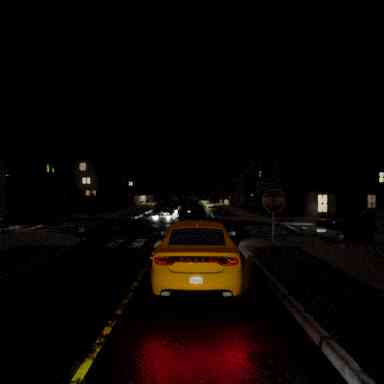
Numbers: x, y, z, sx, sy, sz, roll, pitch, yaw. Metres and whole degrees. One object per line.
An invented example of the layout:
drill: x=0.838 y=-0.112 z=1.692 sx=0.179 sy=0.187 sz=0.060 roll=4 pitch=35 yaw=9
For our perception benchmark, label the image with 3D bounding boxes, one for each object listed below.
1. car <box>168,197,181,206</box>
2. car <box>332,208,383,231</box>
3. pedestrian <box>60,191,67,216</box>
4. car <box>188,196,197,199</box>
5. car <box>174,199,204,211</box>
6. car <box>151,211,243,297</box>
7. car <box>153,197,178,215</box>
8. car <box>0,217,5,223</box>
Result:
car: x=-2.845 y=1.505 z=54.470 sx=1.812 sy=1.442 sz=4.674 roll=0 pitch=0 yaw=0
car: x=11.667 y=1.762 z=21.861 sx=4.674 sy=1.442 sz=1.812 roll=1 pitch=1 yaw=0
pedestrian: x=-9.686 y=0.862 z=25.119 sx=0.375 sy=1.860 sz=0.375 roll=0 pitch=0 yaw=1
car: x=0.091 y=1.449 z=62.710 sx=1.882 sy=1.535 sz=5.008 roll=0 pitch=0 yaw=0
car: x=-0.032 y=1.556 z=28.832 sx=1.994 sy=1.385 sz=4.181 roll=0 pitch=0 yaw=6
car: x=0.151 y=1.475 z=8.606 sx=1.882 sy=1.535 sz=5.008 roll=0 pitch=0 yaw=2
car: x=-2.861 y=1.539 z=34.403 sx=2.033 sy=1.411 sz=5.357 roll=0 pitch=0 yaw=0
car: x=-13.566 y=1.280 z=19.354 sx=4.892 sy=1.490 sz=1.837 roll=1 pitch=1 yaw=0
